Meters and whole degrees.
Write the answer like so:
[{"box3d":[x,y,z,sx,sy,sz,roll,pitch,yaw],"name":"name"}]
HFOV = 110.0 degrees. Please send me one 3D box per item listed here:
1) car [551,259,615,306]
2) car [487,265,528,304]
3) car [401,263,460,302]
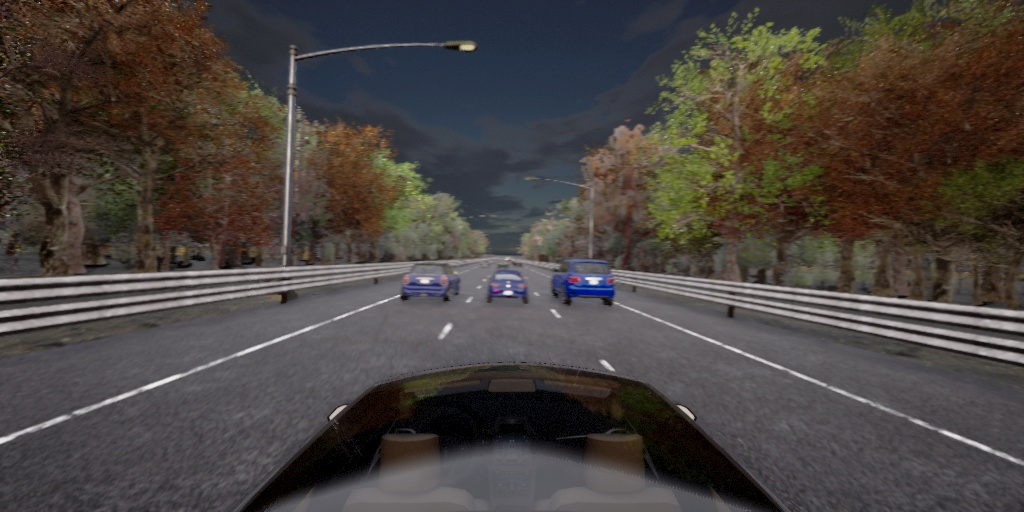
[{"box3d":[3.291,1.195,17.444,2.150,2.045,5.566,2,0,-2],"name":"car"},{"box3d":[-0.216,1.384,17.298,1.812,1.442,4.674,2,0,-2],"name":"car"},{"box3d":[-3.704,1.095,17.103,2.097,1.767,4.553,2,0,-2],"name":"car"}]
